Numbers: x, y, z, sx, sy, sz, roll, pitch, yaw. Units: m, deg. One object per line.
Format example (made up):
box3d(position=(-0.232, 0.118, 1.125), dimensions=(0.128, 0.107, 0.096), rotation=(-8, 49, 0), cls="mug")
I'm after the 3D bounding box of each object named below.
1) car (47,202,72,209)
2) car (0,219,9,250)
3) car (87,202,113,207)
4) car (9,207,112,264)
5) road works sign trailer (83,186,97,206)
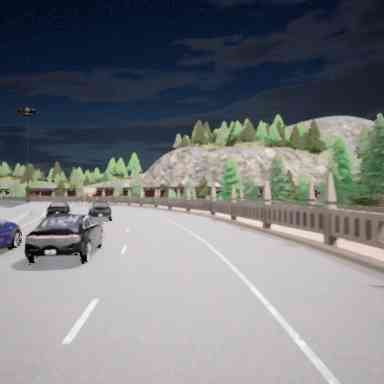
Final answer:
box3d(position=(-12.229, 1.625, 30.673), dimensions=(1.882, 1.535, 5.008), rotation=(0, 0, -18), cls="car")
box3d(position=(-7.898, 1.413, 11.864), dimensions=(2.097, 1.767, 4.553), rotation=(0, 0, -7), cls="car")
box3d(position=(-7.995, 1.615, 28.938), dimensions=(1.837, 1.490, 4.892), rotation=(0, 0, -16), cls="car")
box3d(position=(-4.385, 1.535, 12.027), dimensions=(2.128, 1.511, 4.902), rotation=(0, 0, -7), cls="car")
box3d(position=(-18.448, 0.746, 59.891), dimensions=(2.380, 3.560, 2.880), rotation=(-1, 0, -22), cls="road works sign trailer")
